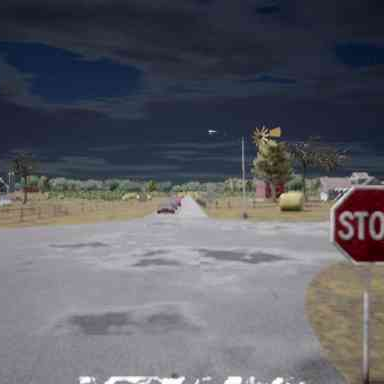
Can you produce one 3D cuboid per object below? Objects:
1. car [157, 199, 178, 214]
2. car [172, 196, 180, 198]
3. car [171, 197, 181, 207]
[{"bbox_3d":[-3.082,1.935,40.196,1.994,1.385,4.181,0,-1,-1],"label":"car"},{"bbox_3d":[-3.244,1.858,65.422,2.150,2.045,5.566,0,-1,1],"label":"car"},{"bbox_3d":[-3.169,1.989,51.303,1.837,1.490,4.892,0,-1,0],"label":"car"}]
